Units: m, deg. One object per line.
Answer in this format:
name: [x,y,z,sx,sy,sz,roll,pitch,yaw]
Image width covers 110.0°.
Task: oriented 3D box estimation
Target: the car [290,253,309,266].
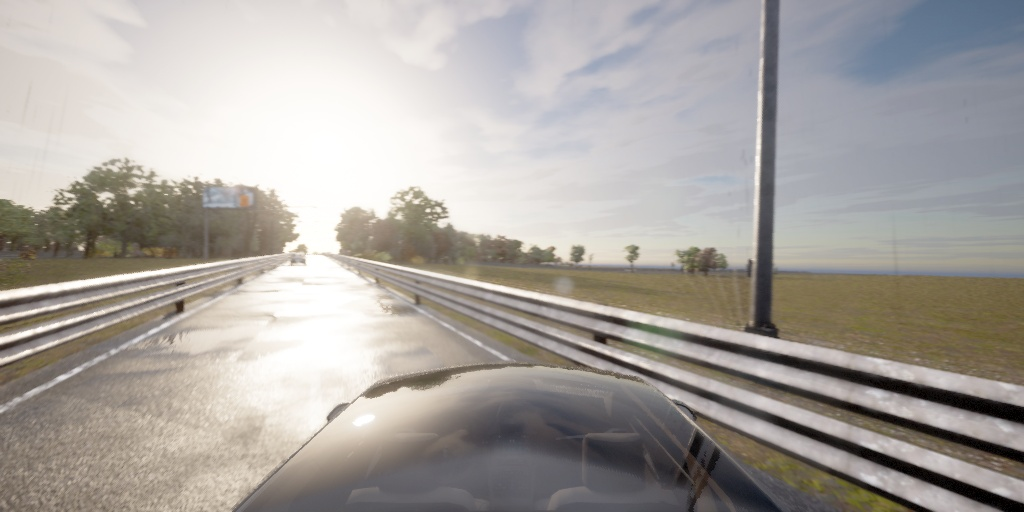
car: [-26.729,0.417,45.054,2.128,1.511,4.902,2,0,-29]
